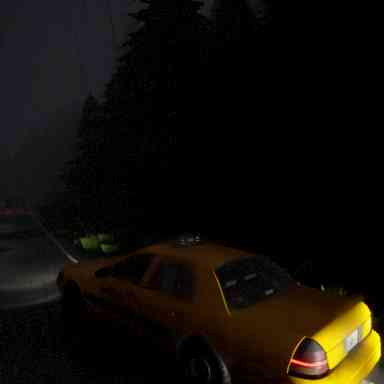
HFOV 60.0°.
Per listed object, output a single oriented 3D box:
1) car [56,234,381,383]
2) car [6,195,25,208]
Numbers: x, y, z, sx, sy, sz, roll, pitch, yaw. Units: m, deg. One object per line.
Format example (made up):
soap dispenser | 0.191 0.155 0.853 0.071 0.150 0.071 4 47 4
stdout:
car | -0.255 1.418 5.070 5.366 1.575 1.801 1 1 44
car | -21.202 1.056 40.012 2.128 1.511 4.902 -2 2 -27
